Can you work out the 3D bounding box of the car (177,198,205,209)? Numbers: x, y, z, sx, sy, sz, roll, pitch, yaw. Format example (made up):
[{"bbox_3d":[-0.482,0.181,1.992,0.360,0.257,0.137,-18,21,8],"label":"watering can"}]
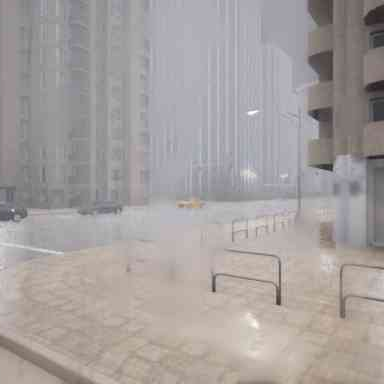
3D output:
[{"bbox_3d":[-0.120,1.538,45.714,1.882,1.535,5.008,0,0,35],"label":"car"}]

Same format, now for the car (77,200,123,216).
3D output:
[{"bbox_3d":[-8.995,1.554,32.992,1.837,1.490,4.892,0,0,35],"label":"car"}]

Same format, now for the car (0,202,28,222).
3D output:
[{"bbox_3d":[-14.803,1.555,24.621,1.837,1.490,4.892,0,0,36],"label":"car"}]
